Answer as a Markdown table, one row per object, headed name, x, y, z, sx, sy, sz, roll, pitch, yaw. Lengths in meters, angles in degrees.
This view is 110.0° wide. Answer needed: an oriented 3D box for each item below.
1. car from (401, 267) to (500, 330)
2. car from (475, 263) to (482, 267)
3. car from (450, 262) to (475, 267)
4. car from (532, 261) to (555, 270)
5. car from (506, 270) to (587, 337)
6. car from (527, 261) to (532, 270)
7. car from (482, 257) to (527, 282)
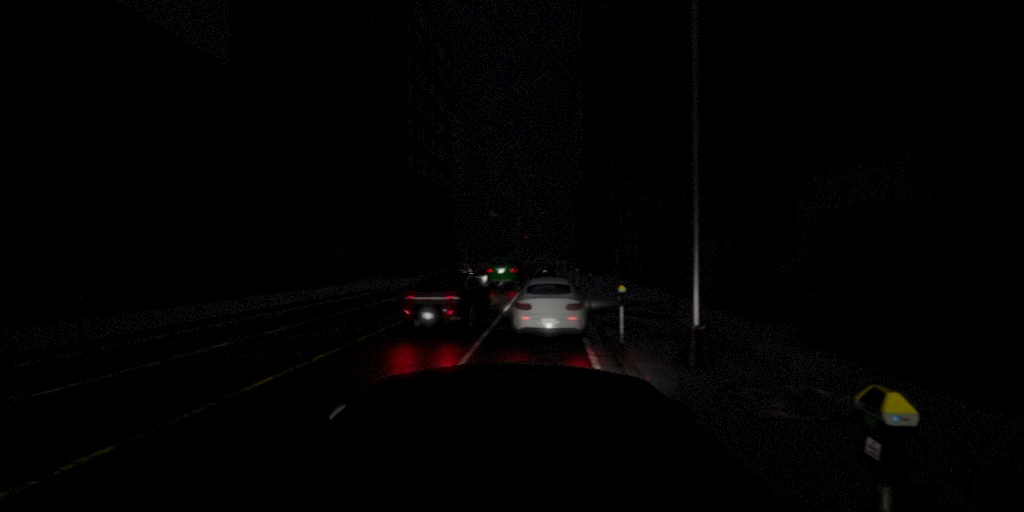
| name | x | y | z | sx | sy | sz | roll | pitch | yaw |
| --- | --- | --- | --- | --- | --- | --- | --- | --- | --- |
| car | -1.878 | 1.297 | 11.489 | 2.128 | 1.511 | 4.902 | -1 | 0 | 6 |
| car | -4.701 | 1.517 | 40.933 | 1.948 | 1.339 | 4.313 | 0 | 0 | 6 |
| car | -5.271 | 1.374 | 35.457 | 1.967 | 1.591 | 4.097 | 0 | 0 | 6 |
| car | 3.208 | 1.408 | 34.575 | 1.948 | 1.339 | 4.313 | 0 | 0 | 6 |
| car | 1.055 | 1.296 | 10.236 | 1.812 | 1.442 | 4.674 | -1 | 0 | 6 |
| car | 1.614 | 1.384 | 46.028 | 1.882 | 1.535 | 5.008 | -1 | 0 | 6 |
| car | -0.411 | 1.067 | 25.613 | 2.150 | 2.045 | 5.566 | -1 | 0 | 6 |
